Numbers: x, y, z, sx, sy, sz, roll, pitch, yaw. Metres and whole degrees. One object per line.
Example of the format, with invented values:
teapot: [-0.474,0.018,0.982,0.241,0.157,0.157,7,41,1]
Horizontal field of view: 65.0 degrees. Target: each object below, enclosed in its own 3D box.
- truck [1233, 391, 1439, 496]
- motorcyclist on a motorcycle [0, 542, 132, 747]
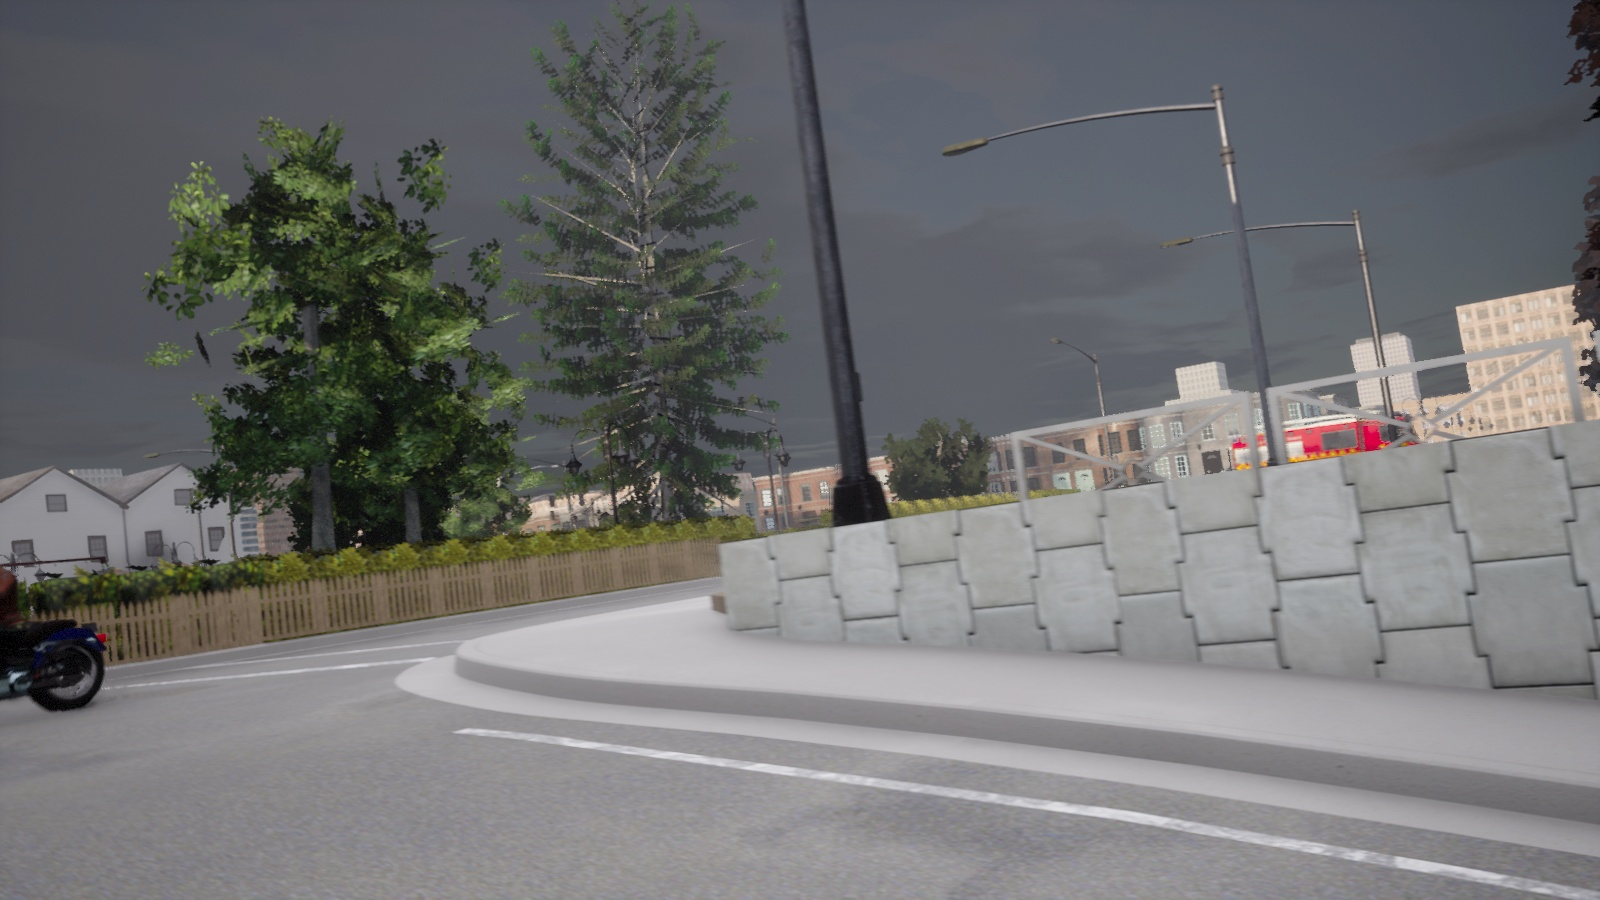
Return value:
truck: [26.235,-0.264,61.680,8.468,3.827,2.891,-10,-4,32]
motorcyclist on a motorcycle: [-7.233,1.765,10.881,0.766,1.649,2.350,-10,-4,30]
